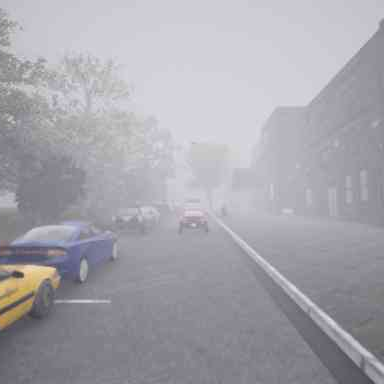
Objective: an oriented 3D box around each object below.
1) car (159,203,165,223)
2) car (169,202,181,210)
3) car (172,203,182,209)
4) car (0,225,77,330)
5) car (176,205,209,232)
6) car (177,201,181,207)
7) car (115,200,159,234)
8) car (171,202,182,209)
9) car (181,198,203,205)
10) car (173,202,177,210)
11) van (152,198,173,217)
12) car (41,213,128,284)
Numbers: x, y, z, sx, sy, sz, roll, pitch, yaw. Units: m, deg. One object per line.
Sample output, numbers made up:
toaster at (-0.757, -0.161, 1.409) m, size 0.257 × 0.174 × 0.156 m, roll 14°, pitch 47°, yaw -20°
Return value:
car at (-3.647, 1.859, 26.713) m, size 2.002 × 1.452 × 4.674 m, roll 0°, pitch -1°, yaw 2°
car at (-3.622, 2.957, 71.226) m, size 2.097 × 1.535 × 5.008 m, roll 1°, pitch -2°, yaw 2°
car at (-3.630, 3.432, 82.385) m, size 2.163 × 1.488 × 4.792 m, roll 0°, pitch -2°, yaw 2°
car at (-3.644, 1.535, 4.621) m, size 1.946 × 1.575 × 5.366 m, roll 0°, pitch -1°, yaw 2°
car at (0.104, 1.803, 21.930) m, size 1.812 × 1.442 × 4.674 m, roll 0°, pitch -1°, yaw 0°
car at (-3.623, 2.543, 60.125) m, size 2.163 × 1.488 × 4.792 m, roll 1°, pitch -2°, yaw 2°
car at (-3.650, 1.621, 21.116) m, size 2.185 × 1.767 × 4.553 m, roll 0°, pitch -1°, yaw 2°
car at (-3.628, 3.179, 76.783) m, size 2.097 × 1.535 × 5.008 m, roll 0°, pitch -2°, yaw 2°
car at (0.111, 1.728, 39.982) m, size 2.150 × 2.045 × 5.566 m, roll 0°, pitch -1°, yaw 0°
car at (-3.645, 1.907, 43.397) m, size 2.185 × 1.767 × 4.553 m, roll 0°, pitch -1°, yaw 2°
van at (-3.641, 1.737, 37.976) m, size 1.878 × 1.987 × 4.442 m, roll 0°, pitch -1°, yaw 2°
car at (-3.651, 1.605, 10.000) m, size 2.097 × 1.535 × 5.008 m, roll 0°, pitch -1°, yaw 2°
